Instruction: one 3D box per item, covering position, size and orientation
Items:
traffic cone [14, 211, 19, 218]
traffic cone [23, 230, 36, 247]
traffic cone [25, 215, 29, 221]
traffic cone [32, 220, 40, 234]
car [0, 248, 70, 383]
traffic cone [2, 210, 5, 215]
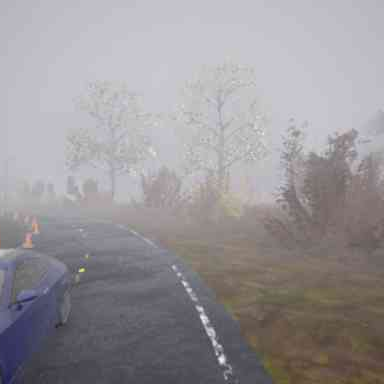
[{"bbox_3d":[-16.387,2.098,31.001,0.340,0.580,0.340,0,0,-40],"label":"traffic cone"},{"bbox_3d":[-7.116,2.055,14.451,0.340,0.580,0.340,0,0,-19],"label":"traffic cone"},{"bbox_3d":[-13.501,2.087,27.205,0.340,0.580,0.340,0,0,-35],"label":"traffic cone"},{"bbox_3d":[-8.845,2.065,18.895,0.340,0.580,0.340,0,0,-24],"label":"traffic cone"},{"bbox_3d":[-2.889,1.566,4.326,1.812,1.442,4.674,0,0,-8],"label":"car"},{"bbox_3d":[-19.651,2.109,34.615,0.340,0.580,0.340,0,0,-43],"label":"traffic cone"}]
